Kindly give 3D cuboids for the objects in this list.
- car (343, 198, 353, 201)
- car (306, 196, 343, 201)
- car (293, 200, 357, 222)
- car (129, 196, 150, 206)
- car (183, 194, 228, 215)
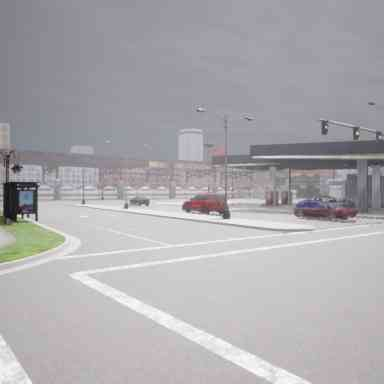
[{"bbox_3d":[18.580,1.456,42.233,1.970,1.475,3.806,0,0,-35],"label":"car"},{"bbox_3d":[14.306,1.295,38.319,2.242,1.667,4.611,0,0,-35],"label":"car"},{"bbox_3d":[10.593,1.601,26.851,1.895,1.301,4.718,0,0,-35],"label":"car"},{"bbox_3d":[-8.668,1.505,54.435,1.837,1.490,4.892,0,0,-35],"label":"car"},{"bbox_3d":[1.272,1.221,34.086,2.150,2.045,5.566,0,0,-35],"label":"car"}]
